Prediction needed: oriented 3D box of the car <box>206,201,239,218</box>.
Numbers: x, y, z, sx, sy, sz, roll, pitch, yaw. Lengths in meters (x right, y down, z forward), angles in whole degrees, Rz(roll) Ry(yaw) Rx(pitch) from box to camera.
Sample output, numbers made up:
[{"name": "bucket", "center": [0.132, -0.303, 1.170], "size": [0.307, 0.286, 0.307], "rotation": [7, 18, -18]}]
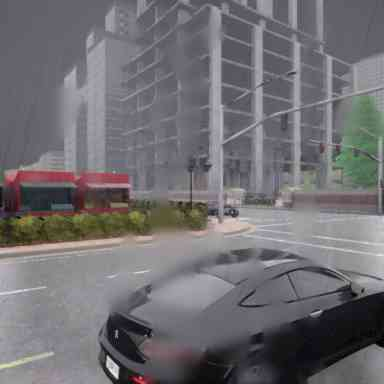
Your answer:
[{"name": "car", "center": [2.184, 1.508, 29.247], "size": [1.994, 1.385, 4.181], "rotation": [0, 0, -36]}]

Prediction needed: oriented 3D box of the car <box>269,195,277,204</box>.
[{"name": "car", "center": [13.210, 1.114, 59.359], "size": [1.905, 1.878, 3.866], "rotation": [0, 0, -36]}]

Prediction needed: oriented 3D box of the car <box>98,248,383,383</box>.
[{"name": "car", "center": [1.105, 1.526, 4.573], "size": [4.674, 1.442, 1.812], "rotation": [0, 0, -35]}]

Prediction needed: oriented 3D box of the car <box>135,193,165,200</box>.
[{"name": "car", "center": [-4.809, 1.167, 38.872], "size": [2.150, 2.045, 5.566], "rotation": [0, 0, -36]}]

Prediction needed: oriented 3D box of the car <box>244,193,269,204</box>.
[{"name": "car", "center": [10.822, 1.114, 57.643], "size": [1.905, 1.878, 3.866], "rotation": [0, 0, -36]}]
